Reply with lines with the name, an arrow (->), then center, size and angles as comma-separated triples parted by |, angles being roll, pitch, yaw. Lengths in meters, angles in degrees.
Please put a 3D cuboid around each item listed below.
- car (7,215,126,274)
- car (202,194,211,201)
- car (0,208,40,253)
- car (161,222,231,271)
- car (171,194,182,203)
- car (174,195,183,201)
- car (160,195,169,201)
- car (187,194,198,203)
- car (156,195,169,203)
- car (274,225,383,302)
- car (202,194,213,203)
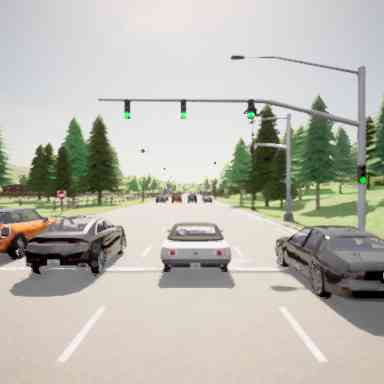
car -> -3.393, 1.518, 10.584 | 2.128, 1.511, 4.902 | 0, 0, 0
car -> 3.585, 1.393, 84.478 | 2.097, 1.767, 4.553 | 0, 0, 0
car -> -6.890, 1.384, 12.991 | 2.097, 1.767, 4.553 | 0, 0, 0
car -> 0.108, 1.628, 10.942 | 1.895, 1.301, 4.718 | 0, 0, 0
car -> -3.426, 1.397, 74.125 | 2.150, 2.045, 5.566 | 0, 0, 0
car -> -3.415, 1.563, 84.515 | 2.128, 1.511, 4.902 | 0, 0, 0
car -> -6.915, 1.538, 84.518 | 1.837, 1.490, 4.892 | 0, 0, 0
car -> 0.074, 1.397, 74.122 | 2.150, 2.045, 5.566 | 0, 0, 0
car -> -6.925, 1.529, 74.485 | 2.097, 1.767, 4.553 | 0, 0, 0
car -> 3.603, 1.569, 8.538 | 2.033, 1.411, 5.357 | 0, 0, 0
car -> 3.574, 1.697, 74.087 | 2.128, 1.511, 4.902 | 0, 0, 0
